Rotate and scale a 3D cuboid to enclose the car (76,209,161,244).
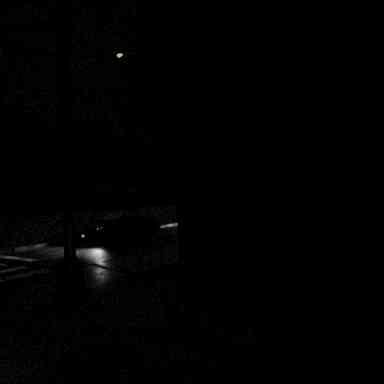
[{"bbox_3d":[-3.421,1.576,16.276,1.812,1.442,4.674,-4,-1,34],"label":"car"}]
